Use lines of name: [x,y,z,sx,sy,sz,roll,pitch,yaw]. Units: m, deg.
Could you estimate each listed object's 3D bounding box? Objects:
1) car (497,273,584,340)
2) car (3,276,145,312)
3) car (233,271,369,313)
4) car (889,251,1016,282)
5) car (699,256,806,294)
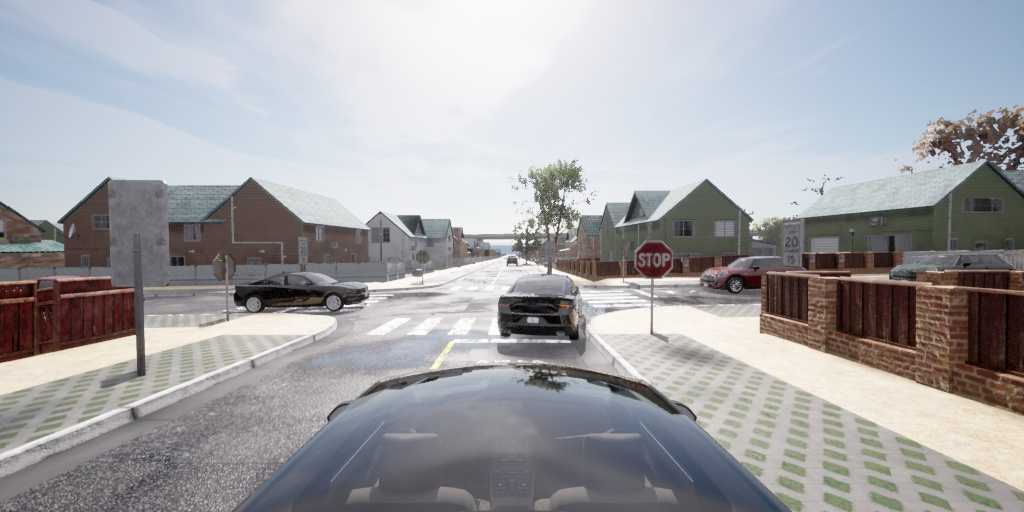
car: [0.962,1.225,10.107,1.882,1.535,5.008,0,0,12]
car: [-18.015,1.547,14.581,5.008,1.535,1.882,-1,2,0]
car: [-8.462,1.377,14.639,5.008,1.535,1.882,-1,2,0]
car: [21.710,0.646,17.778,4.553,1.767,2.097,-1,2,0]
car: [11.814,0.821,17.711,4.553,1.767,2.097,-1,2,0]
